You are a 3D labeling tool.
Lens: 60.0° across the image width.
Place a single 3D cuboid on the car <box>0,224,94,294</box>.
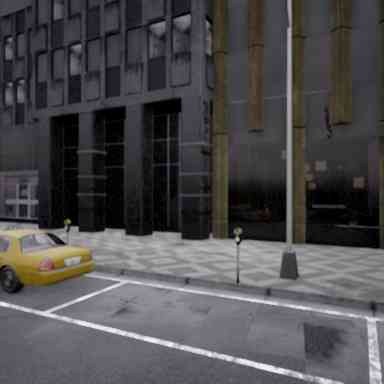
[{"bbox_3d":[-4.758,1.530,8.589,4.829,1.417,1.752,0,0,27],"label":"car"}]
